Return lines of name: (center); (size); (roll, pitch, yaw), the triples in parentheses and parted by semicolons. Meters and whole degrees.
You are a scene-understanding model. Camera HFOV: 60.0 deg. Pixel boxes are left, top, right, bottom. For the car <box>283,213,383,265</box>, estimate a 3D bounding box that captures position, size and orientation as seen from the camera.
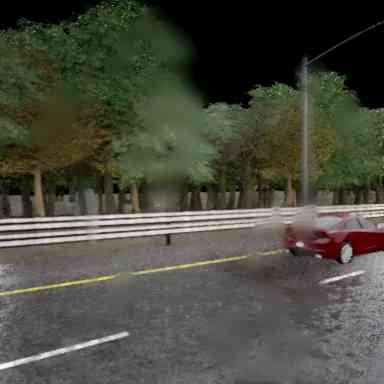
car: (5.415, 1.506, 11.888); (5.008, 1.535, 1.882); (0, 0, -35)
